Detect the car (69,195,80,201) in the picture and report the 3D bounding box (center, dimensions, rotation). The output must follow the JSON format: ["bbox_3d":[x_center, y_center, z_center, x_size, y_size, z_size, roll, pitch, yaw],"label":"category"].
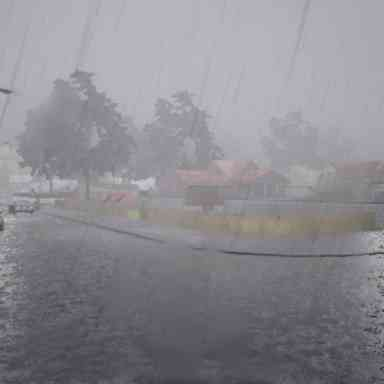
[{"bbox_3d":[-25.857,1.305,72.738,1.994,1.381,4.181,0,0,-36],"label":"car"}]

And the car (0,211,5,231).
[{"bbox_3d":[-12.344,1.564,19.574,1.994,1.385,4.181,0,0,-35],"label":"car"}]

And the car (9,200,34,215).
[{"bbox_3d":[-17.373,1.549,33.824,2.033,1.411,5.357,0,0,-34],"label":"car"}]
